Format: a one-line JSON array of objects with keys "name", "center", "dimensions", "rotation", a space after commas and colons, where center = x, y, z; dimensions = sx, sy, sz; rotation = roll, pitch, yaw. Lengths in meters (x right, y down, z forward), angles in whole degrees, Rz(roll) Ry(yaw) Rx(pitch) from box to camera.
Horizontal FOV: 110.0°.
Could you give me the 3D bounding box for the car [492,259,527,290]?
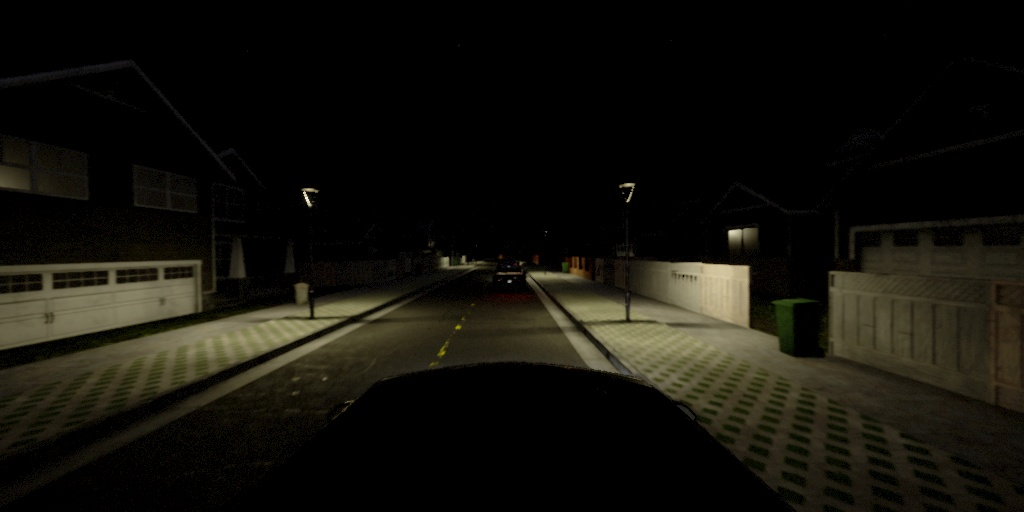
[{"name": "car", "center": [-0.146, 1.081, 20.858], "dimensions": [2.128, 1.511, 4.902], "rotation": [-1, 1, -1]}]
